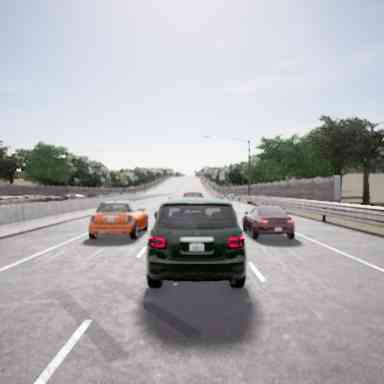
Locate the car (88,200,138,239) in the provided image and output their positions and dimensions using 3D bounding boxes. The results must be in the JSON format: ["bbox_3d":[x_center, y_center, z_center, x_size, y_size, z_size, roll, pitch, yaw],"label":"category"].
[{"bbox_3d":[-3.421,1.184,16.304,2.097,1.767,4.553,0,1,1],"label":"car"}]

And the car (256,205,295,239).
[{"bbox_3d":[3.583,1.359,16.073,1.812,1.442,4.674,0,1,0],"label":"car"}]

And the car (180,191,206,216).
[{"bbox_3d":[0.068,0.949,30.577,2.150,2.045,5.566,0,0,0],"label":"car"}]

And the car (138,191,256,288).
[{"bbox_3d":[0.091,1.124,9.073,2.150,2.045,5.566,0,1,0],"label":"car"}]
